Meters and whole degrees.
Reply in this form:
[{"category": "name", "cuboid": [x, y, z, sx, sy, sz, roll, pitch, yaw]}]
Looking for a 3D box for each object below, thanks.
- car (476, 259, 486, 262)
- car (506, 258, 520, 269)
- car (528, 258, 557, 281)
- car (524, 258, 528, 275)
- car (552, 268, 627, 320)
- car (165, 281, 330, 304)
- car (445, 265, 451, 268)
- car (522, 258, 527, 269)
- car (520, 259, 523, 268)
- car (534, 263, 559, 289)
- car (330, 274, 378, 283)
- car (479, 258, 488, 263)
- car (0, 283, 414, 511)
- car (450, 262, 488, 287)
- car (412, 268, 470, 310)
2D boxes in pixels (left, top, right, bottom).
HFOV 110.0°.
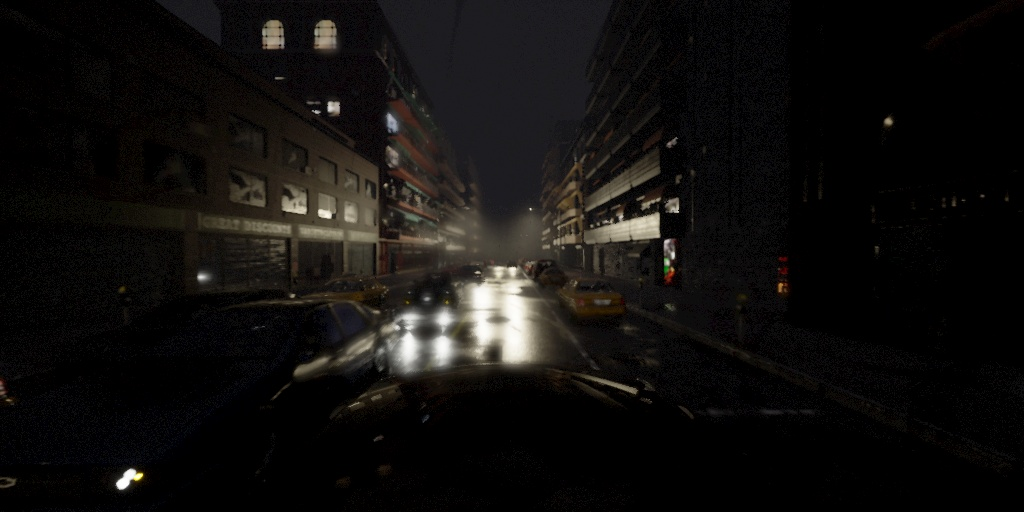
[{"category": "car", "cuboid": [-5.684, 1.545, 56.745, 2.007, 1.370, 4.403, 0, 0, 0]}, {"category": "car", "cuboid": [0.009, 1.535, 64.418, 1.837, 1.490, 4.892, 0, 0, 0]}, {"category": "car", "cuboid": [2.698, 1.188, 29.170, 2.192, 1.841, 5.009, 0, 0, 0]}, {"category": "car", "cuboid": [2.694, 1.363, 40.218, 1.967, 1.591, 4.097, 0, 0, 0]}, {"category": "car", "cuboid": [2.657, 1.325, 12.768, 1.751, 1.417, 4.829, 0, 0, 0]}, {"category": "car", "cuboid": [-5.692, 1.337, 7.029, 1.948, 1.339, 4.313, 0, 0, 0]}, {"category": "car", "cuboid": [-5.687, 1.477, 34.649, 1.802, 1.307, 4.207, 0, 0, 0]}, {"category": "car", "cuboid": [2.695, 1.388, 45.744, 1.967, 1.591, 4.097, 0, 0, 0]}, {"category": "car", "cuboid": [2.696, 1.548, 56.791, 2.007, 1.370, 4.403, 0, 0, 0]}, {"category": "car", "cuboid": [2.701, 1.374, 23.816, 1.751, 1.417, 4.829, 0, 0, 0]}, {"category": "car", "cuboid": [-5.691, 1.321, 12.383, 1.751, 1.417, 4.829, 0, 0, 0]}, {"category": "car", "cuboid": [-5.683, 1.570, 62.268, 2.007, 1.370, 4.403, 0, 0, 0]}, {"category": "car", "cuboid": [-3.100, 1.310, 4.778, 2.033, 1.411, 5.357, 0, 0, 0]}, {"category": "car", "cuboid": [-2.997, 1.383, 26.044, 1.812, 1.442, 4.674, 0, 0, 0]}, {"category": "car", "cuboid": [-3.097, 1.372, 14.950, 1.994, 1.385, 4.181, 0, 0, -1]}]
